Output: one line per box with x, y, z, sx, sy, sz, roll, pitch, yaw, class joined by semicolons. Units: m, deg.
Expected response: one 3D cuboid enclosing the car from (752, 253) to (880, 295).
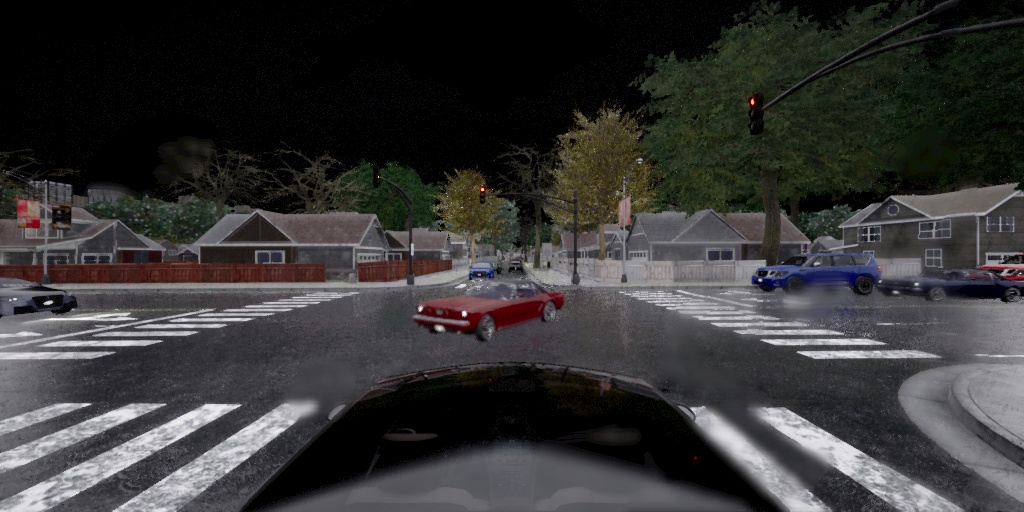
15.476;0.868;18.312;5.566;2.045;2.150;0;0;1;car

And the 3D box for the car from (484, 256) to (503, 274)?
-2.394;0.993;41.637;2.150;2.045;5.566;0;0;1;car

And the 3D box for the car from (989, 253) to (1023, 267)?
27.019;0.807;18.113;5.566;2.045;2.150;0;0;1;car

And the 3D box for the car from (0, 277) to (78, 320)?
-17.596;1.410;12.128;4.181;1.385;1.994;0;0;1;car

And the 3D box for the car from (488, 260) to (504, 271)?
-2.261;1.330;51.954;2.033;1.411;5.357;0;0;1;car

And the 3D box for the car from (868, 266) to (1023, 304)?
18.354;1.233;15.003;4.718;1.301;1.895;0;0;1;car

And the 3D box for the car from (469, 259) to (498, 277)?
-2.589;1.241;31.401;1.882;1.535;5.008;0;0;1;car

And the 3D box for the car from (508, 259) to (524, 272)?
0.521;1.282;47.073;1.837;1.490;4.892;0;0;1;car

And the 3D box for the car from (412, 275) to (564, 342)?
-0.403;1.344;10.030;1.895;1.301;4.718;0;0;35;car
